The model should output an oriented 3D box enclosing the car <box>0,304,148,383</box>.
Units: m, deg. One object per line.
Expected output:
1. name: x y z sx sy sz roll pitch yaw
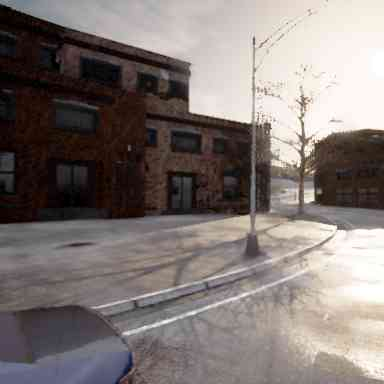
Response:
1. car: -2.925 1.578 1.955 5.357 1.411 2.033 0 0 -35
